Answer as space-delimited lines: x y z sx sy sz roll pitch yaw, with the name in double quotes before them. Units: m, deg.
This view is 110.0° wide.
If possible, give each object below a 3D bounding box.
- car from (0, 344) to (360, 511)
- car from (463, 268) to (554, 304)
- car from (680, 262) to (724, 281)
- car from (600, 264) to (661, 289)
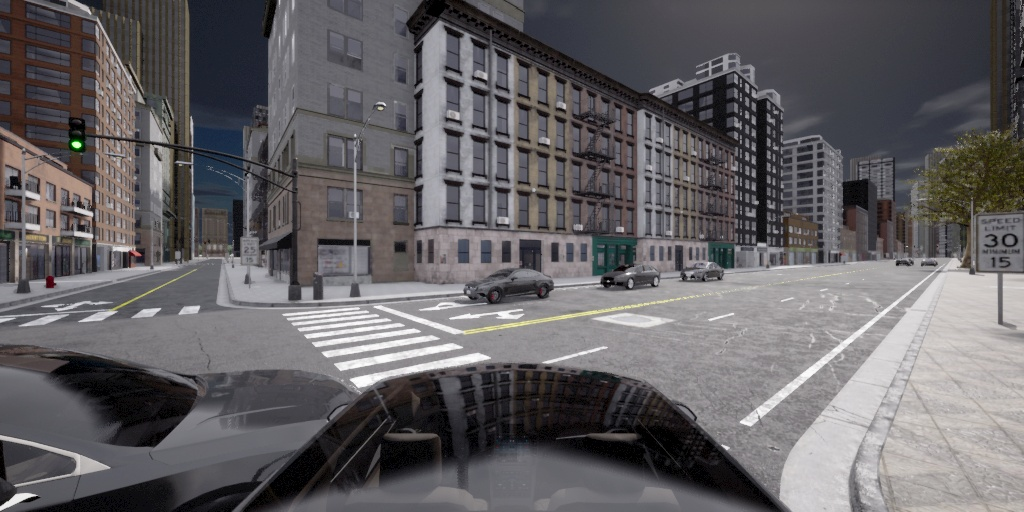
"car" -3.222 1.257 1.776 4.892 1.490 1.837 0 0 -35
"car" -0.039 1.286 16.748 4.674 1.442 1.812 0 0 -39
"car" 15.662 1.235 29.443 4.902 1.511 2.128 0 0 -39
"car" 7.652 1.258 22.972 4.892 1.490 1.837 0 0 -39
